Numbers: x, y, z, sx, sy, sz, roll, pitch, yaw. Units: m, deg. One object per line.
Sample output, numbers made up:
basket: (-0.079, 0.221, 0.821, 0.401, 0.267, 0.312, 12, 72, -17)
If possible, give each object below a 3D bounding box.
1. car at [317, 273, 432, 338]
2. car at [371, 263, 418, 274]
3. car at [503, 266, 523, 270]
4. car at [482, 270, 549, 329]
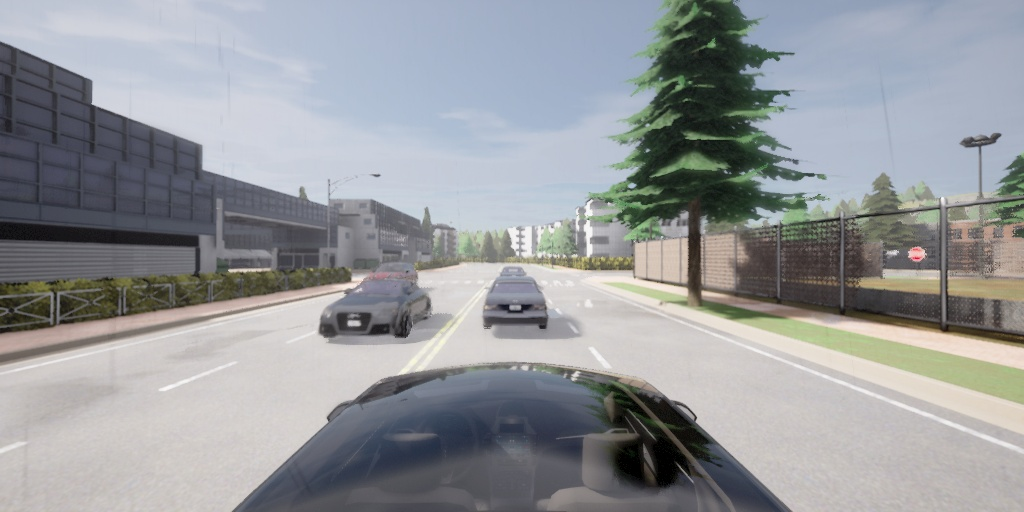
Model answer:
car: (-3.601, 1.356, 10.159, 1.994, 1.385, 4.181, 0, 0, 0)
car: (-7.062, 1.199, 21.358, 2.097, 1.767, 4.553, 0, 0, 0)
car: (0.064, 1.410, 24.348, 2.033, 1.411, 5.357, 0, 0, 0)
car: (0.085, 1.346, 11.483, 2.033, 1.411, 5.357, 0, 0, 0)
